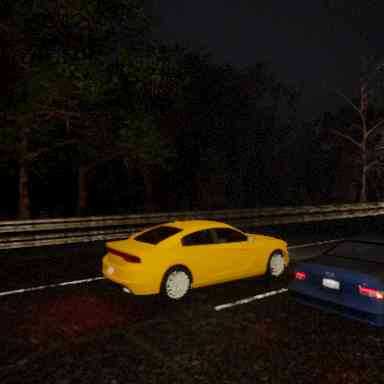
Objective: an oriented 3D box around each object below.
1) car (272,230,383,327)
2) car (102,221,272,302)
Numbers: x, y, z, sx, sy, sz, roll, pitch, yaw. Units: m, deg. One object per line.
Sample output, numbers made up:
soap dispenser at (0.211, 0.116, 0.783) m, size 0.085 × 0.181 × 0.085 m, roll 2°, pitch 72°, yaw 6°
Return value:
car at (4.273, 1.514, 6.831) m, size 5.357 × 1.411 × 2.033 m, roll 0°, pitch 0°, yaw -36°
car at (0.322, 1.456, 8.302) m, size 5.008 × 1.535 × 1.882 m, roll 0°, pitch 0°, yaw -36°
